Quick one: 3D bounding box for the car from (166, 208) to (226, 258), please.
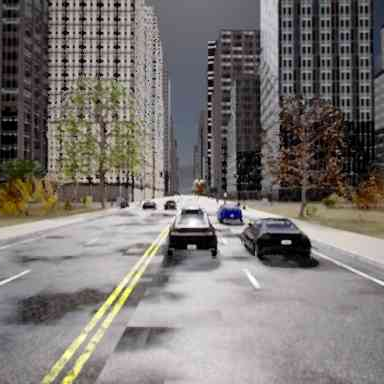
[{"bbox_3d":[0.011,1.636,13.476,2.128,1.511,4.902,0,0,0],"label":"car"}]

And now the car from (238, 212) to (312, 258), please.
[{"bbox_3d":[3.259,1.708,13.421,1.994,1.385,4.181,0,0,1],"label":"car"}]

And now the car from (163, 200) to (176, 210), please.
[{"bbox_3d":[-3.299,2.023,51.556,1.837,1.490,4.892,0,-1,0],"label":"car"}]

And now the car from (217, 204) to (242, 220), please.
[{"bbox_3d":[3.259,1.780,29.235,1.882,1.535,5.008,0,0,0],"label":"car"}]

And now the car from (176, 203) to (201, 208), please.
[{"bbox_3d":[0.003,1.788,28.478,2.128,1.511,4.902,0,0,0],"label":"car"}]

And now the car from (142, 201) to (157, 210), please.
[{"bbox_3d":[-6.550,2.080,51.609,1.994,1.385,4.181,0,-1,0],"label":"car"}]
